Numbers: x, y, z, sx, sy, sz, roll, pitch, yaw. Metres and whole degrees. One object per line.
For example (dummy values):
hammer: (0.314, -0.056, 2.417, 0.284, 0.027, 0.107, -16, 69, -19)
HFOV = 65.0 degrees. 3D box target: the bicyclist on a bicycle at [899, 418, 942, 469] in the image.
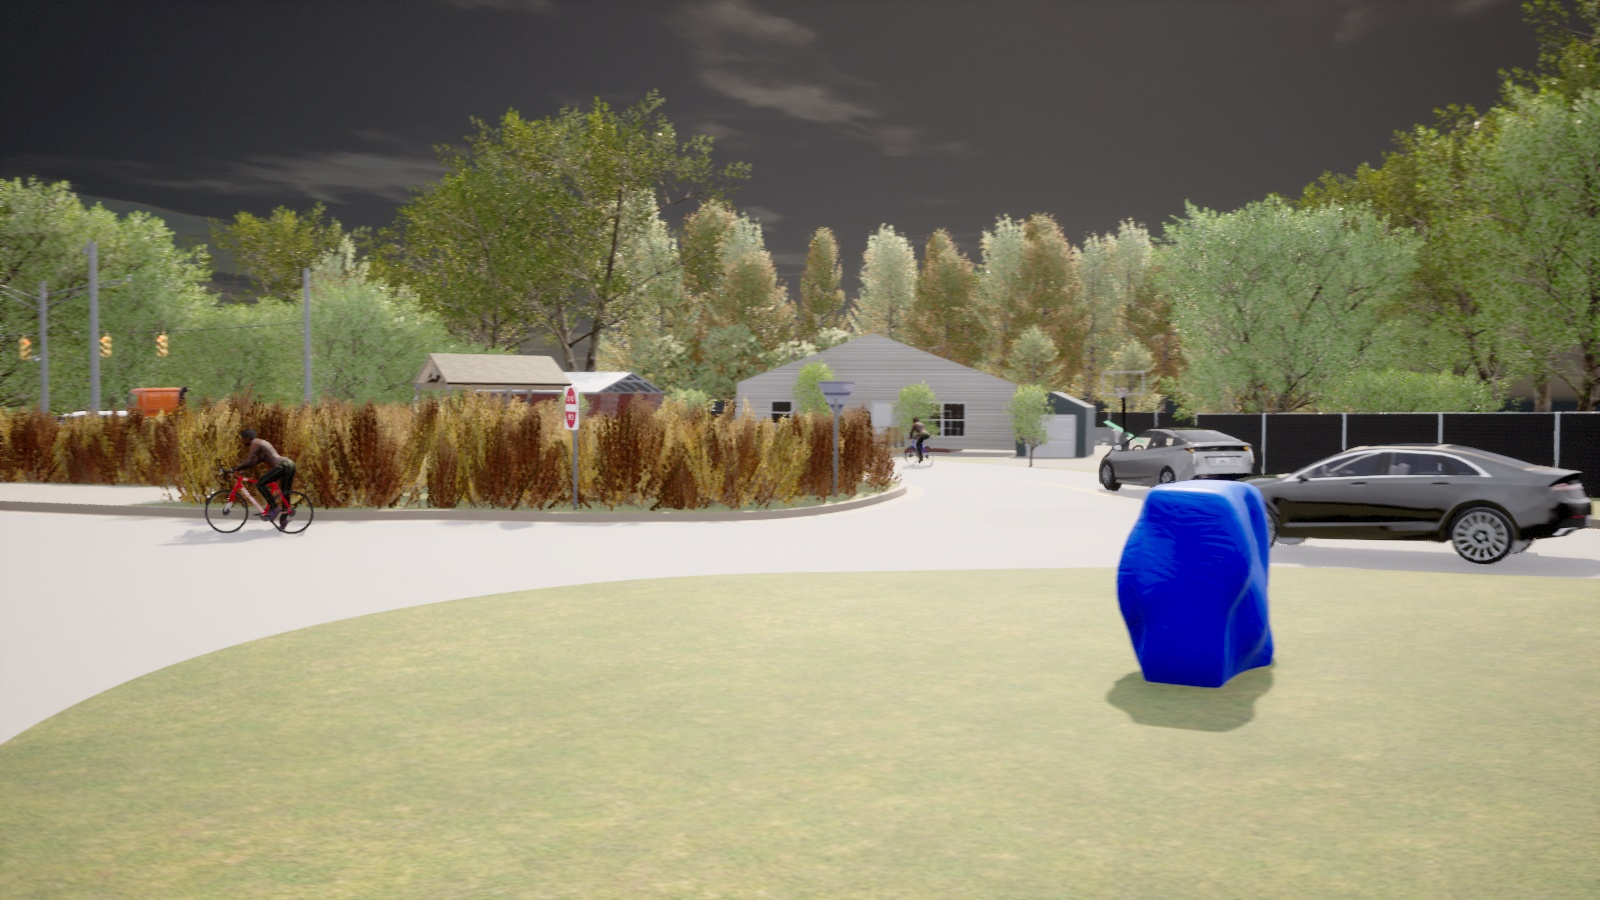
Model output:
bicyclist on a bicycle: (3.951, -0.216, 41.384, 0.582, 1.620, 1.656, -2, 3, -28)

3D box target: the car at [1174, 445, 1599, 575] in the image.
car: (7.884, 0.700, 17.095, 4.902, 1.511, 2.128, 0, 1, 39)

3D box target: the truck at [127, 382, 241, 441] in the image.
truck: (-37.744, -2.439, 76.837, 7.936, 3.462, 2.891, 2, 4, 37)

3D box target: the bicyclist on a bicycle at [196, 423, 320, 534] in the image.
bicyclist on a bicycle: (-8.342, 0.432, 19.360, 1.656, 1.620, 0.582, 1, 3, -5)

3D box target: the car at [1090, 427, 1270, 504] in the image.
car: (8.501, 0.280, 28.591, 2.007, 1.525, 4.514, -1, 2, -12)
